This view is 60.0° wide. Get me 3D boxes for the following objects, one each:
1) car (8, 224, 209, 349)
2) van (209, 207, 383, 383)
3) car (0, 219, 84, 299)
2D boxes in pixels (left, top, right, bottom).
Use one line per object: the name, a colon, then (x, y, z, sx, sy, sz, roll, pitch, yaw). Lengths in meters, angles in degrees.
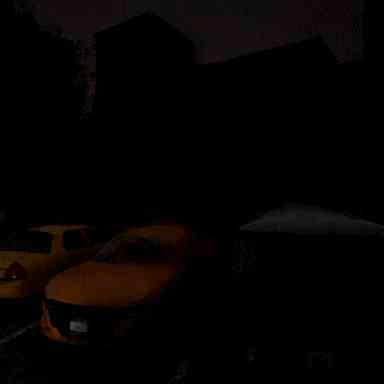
car: (-0.799, 1.484, 6.681, 2.097, 1.535, 5.008, 1, 0, 15)
van: (1.675, 1.259, 5.074, 1.878, 1.987, 4.442, 0, -1, 15)
car: (-3.213, 1.477, 8.581, 1.946, 1.575, 5.366, 1, 0, 15)
